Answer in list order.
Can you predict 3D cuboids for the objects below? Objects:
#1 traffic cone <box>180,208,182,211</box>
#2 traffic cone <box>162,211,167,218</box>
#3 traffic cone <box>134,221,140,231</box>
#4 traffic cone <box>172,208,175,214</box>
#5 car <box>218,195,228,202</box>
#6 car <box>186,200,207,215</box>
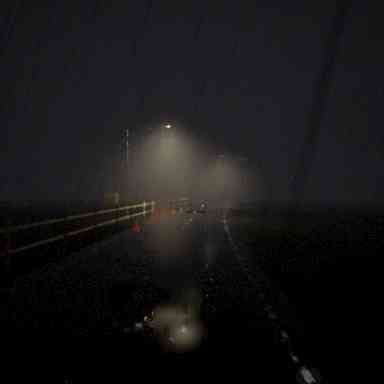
[{"bbox_3d":[-1.294,1.967,39.176,0.340,0.580,0.340,0,0,7],"label":"traffic cone"},{"bbox_3d":[-2.406,1.955,29.161,0.340,0.580,0.340,0,0,5],"label":"traffic cone"},{"bbox_3d":[-3.205,1.947,19.115,0.340,0.580,0.340,0,0,4],"label":"traffic cone"},{"bbox_3d":[-1.889,1.961,34.173,0.340,0.580,0.340,0,0,6],"label":"traffic cone"},{"bbox_3d":[7.332,1.599,78.472,1.837,1.490,4.892,0,0,14],"label":"car"},{"bbox_3d":[0.577,1.564,34.667,2.033,1.411,5.357,0,0,6],"label":"car"}]
